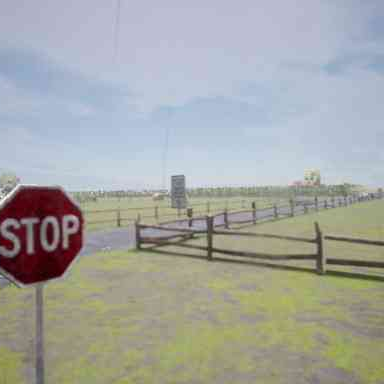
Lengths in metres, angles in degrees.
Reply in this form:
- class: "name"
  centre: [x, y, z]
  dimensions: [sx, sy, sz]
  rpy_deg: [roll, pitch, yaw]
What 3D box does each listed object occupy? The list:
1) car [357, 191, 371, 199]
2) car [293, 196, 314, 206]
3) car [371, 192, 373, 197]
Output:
- class: "car"
  centre: [39.049, 0.897, 75.996]
  dimensions: [1.812, 1.442, 4.674]
  rpy_deg: [-2, -1, 35]
- class: "car"
  centre: [16.218, 1.334, 48.337]
  dimensions: [1.994, 1.385, 4.181]
  rpy_deg: [-2, -1, 35]
- class: "car"
  centre: [44.943, 0.609, 84.388]
  dimensions: [1.882, 1.535, 5.008]
  rpy_deg: [-2, -1, 35]
